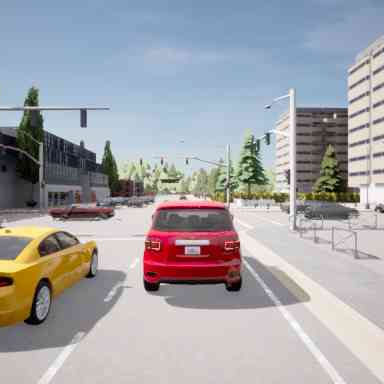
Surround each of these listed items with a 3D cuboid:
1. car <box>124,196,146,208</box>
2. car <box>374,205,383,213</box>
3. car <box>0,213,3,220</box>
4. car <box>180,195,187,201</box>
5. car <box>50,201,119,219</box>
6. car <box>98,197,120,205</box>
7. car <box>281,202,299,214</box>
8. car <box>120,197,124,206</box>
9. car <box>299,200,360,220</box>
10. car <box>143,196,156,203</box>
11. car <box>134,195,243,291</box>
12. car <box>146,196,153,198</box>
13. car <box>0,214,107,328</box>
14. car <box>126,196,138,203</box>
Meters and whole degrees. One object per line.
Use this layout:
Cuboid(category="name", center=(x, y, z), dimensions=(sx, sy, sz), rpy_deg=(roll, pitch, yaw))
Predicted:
Cuboid(category="car", center=(-8.390, 1.505, 49.279), dimensions=(1.837, 1.490, 4.892), rpy_deg=(0, 0, -2))
Cuboid(category="car", center=(22.167, 1.547, 34.885), dimensions=(5.357, 1.411, 2.033), rpy_deg=(0, 0, -2))
Cuboid(category="car", center=(-12.384, 1.507, 19.294), dimensions=(1.837, 1.490, 4.892), rpy_deg=(5, -3, -39))
Cuboid(category="car", center=(-2.336, 1.524, 87.193), dimensions=(1.812, 1.442, 4.674), rpy_deg=(0, 0, -2))
Cuboid(category="car", center=(-8.500, 1.601, 26.273), dimensions=(4.718, 1.301, 1.895), rpy_deg=(0, 0, -4))
Cuboid(category="car", center=(-11.793, 1.492, 45.859), dimensions=(2.128, 1.511, 4.902), rpy_deg=(0, 0, -2))
Cuboid(category="car", center=(12.084, 1.547, 34.580), dimensions=(5.357, 1.411, 2.033), rpy_deg=(0, 0, -2))
Cuboid(category="car", center=(-12.063, 1.547, 56.111), dimensions=(2.033, 1.411, 5.357), rpy_deg=(0, 0, -1))
Cuboid(category="car", center=(11.457, 1.564, 27.339), dimensions=(4.181, 1.385, 1.994), rpy_deg=(0, 0, -2))
Cuboid(category="car", center=(-8.862, 1.540, 69.854), dimensions=(2.033, 1.411, 5.357), rpy_deg=(0, 0, -2))
Cuboid(category="car", center=(0.016, 1.221, 9.112), dimensions=(2.150, 2.045, 5.566), rpy_deg=(0, 0, 0))
Cuboid(category="car", center=(-8.648, 1.492, 59.490), dimensions=(2.128, 1.511, 4.902), rpy_deg=(0, 0, -1))
Cuboid(category="car", center=(-3.478, 1.478, 7.125), dimensions=(1.882, 1.535, 5.008), rpy_deg=(0, 0, 0))
Cuboid(category="car", center=(-12.333, 1.595, 68.755), dimensions=(1.895, 1.301, 4.718), rpy_deg=(0, 0, -2))
